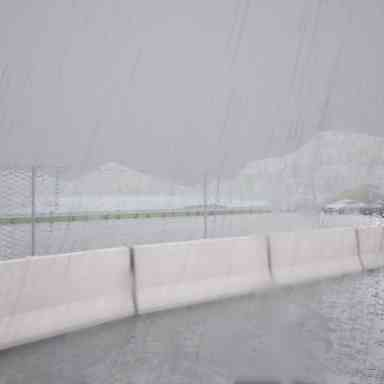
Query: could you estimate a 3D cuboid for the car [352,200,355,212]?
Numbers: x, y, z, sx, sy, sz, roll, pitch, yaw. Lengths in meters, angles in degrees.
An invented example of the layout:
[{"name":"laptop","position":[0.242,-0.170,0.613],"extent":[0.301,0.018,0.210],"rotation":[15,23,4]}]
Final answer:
[{"name":"car","position":[15.196,1.482,32.901],"extent":[4.674,1.442,1.812],"rotation":[0,0,-26]}]
